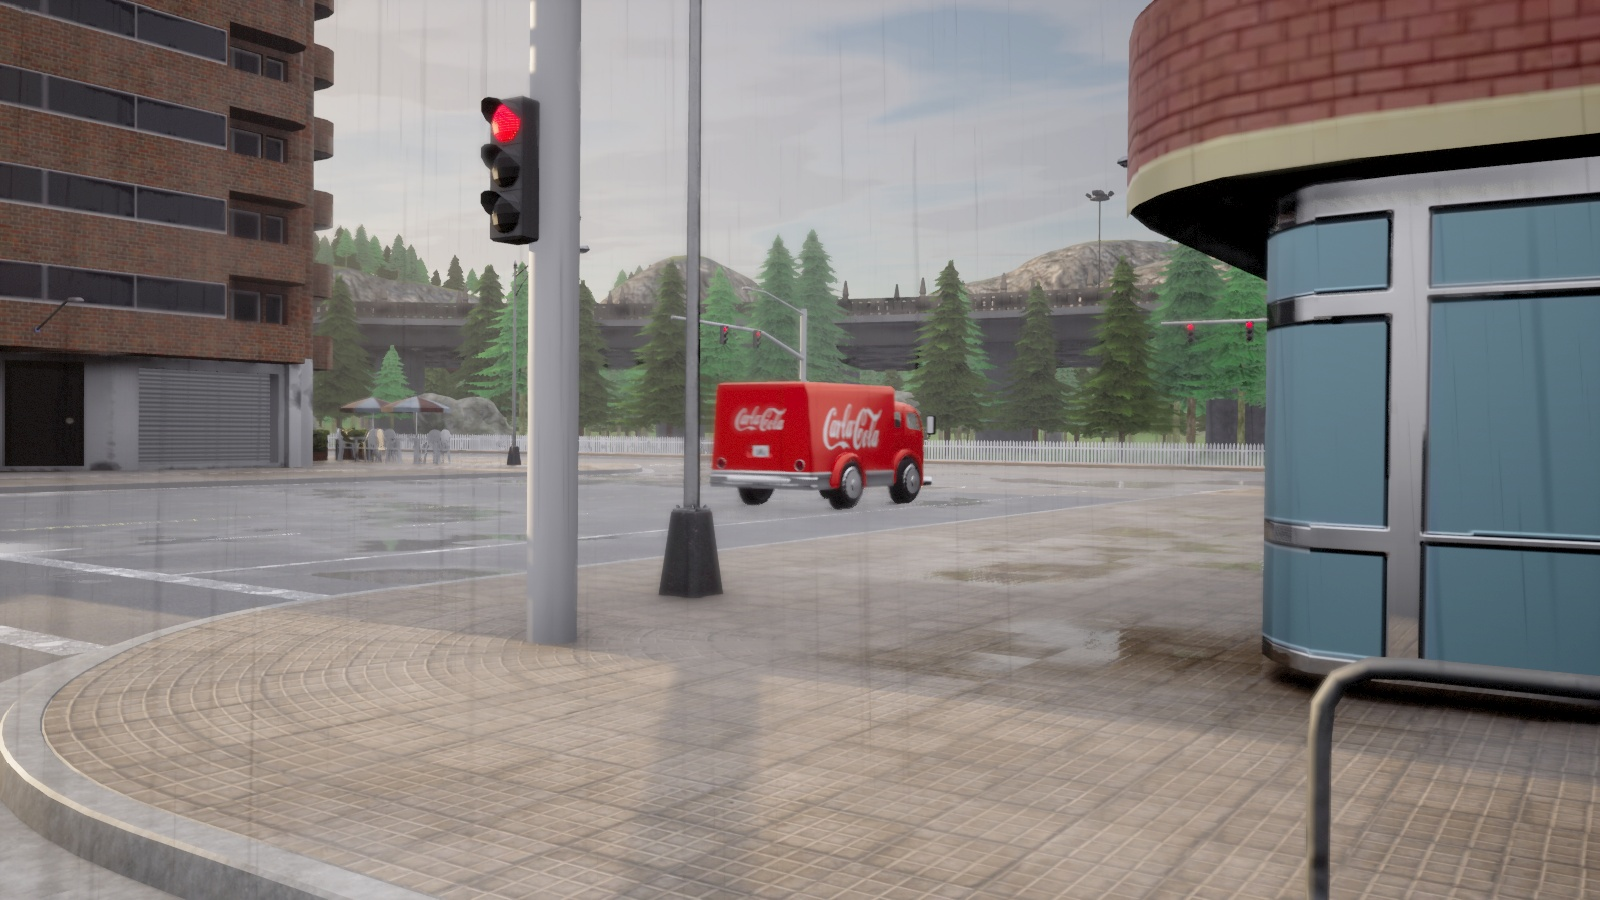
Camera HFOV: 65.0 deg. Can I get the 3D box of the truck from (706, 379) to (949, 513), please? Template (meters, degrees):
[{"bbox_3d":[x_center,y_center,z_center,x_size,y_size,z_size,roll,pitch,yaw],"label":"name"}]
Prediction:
[{"bbox_3d":[0.705,-0.117,25.991,2.627,2.467,5.204,0,1,34],"label":"truck"}]
